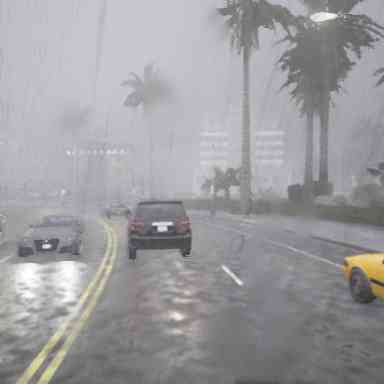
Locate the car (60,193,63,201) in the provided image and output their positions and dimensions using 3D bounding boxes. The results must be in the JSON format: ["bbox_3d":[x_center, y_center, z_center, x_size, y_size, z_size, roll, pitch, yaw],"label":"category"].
[{"bbox_3d":[-33.103,1.735,88.689,4.674,1.452,2.002,0,0,6],"label":"car"}]

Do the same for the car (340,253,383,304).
[{"bbox_3d":[4.328,1.442,5.198,1.801,1.575,5.366,0,0,-5],"label":"car"}]

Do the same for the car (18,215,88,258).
[{"bbox_3d":[-5.227,1.612,12.955,1.994,1.385,4.181,0,0,-12],"label":"car"}]

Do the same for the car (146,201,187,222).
[{"bbox_3d":[-2.289,1.564,28.603,1.837,1.490,4.892,0,0,-25],"label":"car"}]

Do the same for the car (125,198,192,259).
[{"bbox_3d":[-1.440,1.250,13.083,2.150,2.045,5.566,0,0,-11],"label":"car"}]

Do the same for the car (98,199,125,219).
[{"bbox_3d":[-7.062,1.577,30.012,2.128,1.511,4.902,0,0,-24],"label":"car"}]

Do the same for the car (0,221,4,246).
[{"bbox_3d":[-8.702,1.571,12.602,1.837,1.490,4.892,0,0,-13],"label":"car"}]

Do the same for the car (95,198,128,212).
[{"bbox_3d":[-10.136,1.613,41.701,2.128,1.511,4.902,0,0,-38],"label":"car"}]
